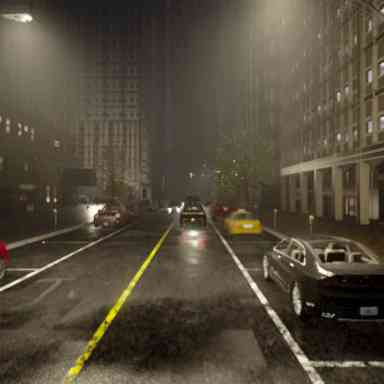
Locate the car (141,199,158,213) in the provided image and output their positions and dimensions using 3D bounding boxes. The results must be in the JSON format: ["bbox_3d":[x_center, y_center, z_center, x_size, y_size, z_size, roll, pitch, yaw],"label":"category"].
[{"bbox_3d":[-5.627,1.686,40.410,1.967,1.590,4.097,0,0,0],"label":"car"}]

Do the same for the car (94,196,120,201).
[{"bbox_3d":[-18.488,1.745,70.971,5.009,1.841,2.192,0,0,1],"label":"car"}]

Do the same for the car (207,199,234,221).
[{"bbox_3d":[2.734,1.493,29.352,2.192,1.841,5.009,0,0,0],"label":"car"}]

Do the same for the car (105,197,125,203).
[{"bbox_3d":[-18.387,1.988,79.351,4.403,1.369,2.008,0,0,1],"label":"car"}]

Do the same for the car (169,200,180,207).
[{"bbox_3d":[-2.914,1.948,56.869,1.895,1.301,4.718,0,0,0],"label":"car"}]

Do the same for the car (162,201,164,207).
[{"bbox_3d":[-5.730,1.884,55.609,1.887,1.381,4.507,0,0,0],"label":"car"}]

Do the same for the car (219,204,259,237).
[{"bbox_3d":[2.717,1.637,18.472,1.752,1.417,4.829,0,0,0],"label":"car"}]

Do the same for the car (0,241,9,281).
[{"bbox_3d":[-5.682,1.626,7.264,1.802,1.307,4.206,0,0,0],"label":"car"}]

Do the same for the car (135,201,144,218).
[{"bbox_3d":[-5.644,1.760,29.361,1.802,1.307,4.206,0,0,0],"label":"car"}]

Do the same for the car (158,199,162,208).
[{"bbox_3d":[-5.676,1.846,45.932,1.947,1.339,4.313,0,0,0],"label":"car"}]

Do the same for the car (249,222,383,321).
[{"bbox_3d":[2.698,1.595,7.254,2.008,1.369,4.403,0,0,0],"label":"car"}]

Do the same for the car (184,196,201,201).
[{"bbox_3d":[0.088,1.500,45.889,2.150,2.045,5.566,0,0,0],"label":"car"}]

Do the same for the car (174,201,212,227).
[{"bbox_3d":[0.094,1.638,24.224,2.128,1.511,4.902,0,0,1],"label":"car"}]

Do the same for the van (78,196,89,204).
[{"bbox_3d":[-24.028,1.763,71.038,3.998,1.788,1.690,0,0,1],"label":"van"}]

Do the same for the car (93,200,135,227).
[{"bbox_3d":[-5.654,1.584,23.837,1.967,1.590,4.097,0,0,0],"label":"car"}]
